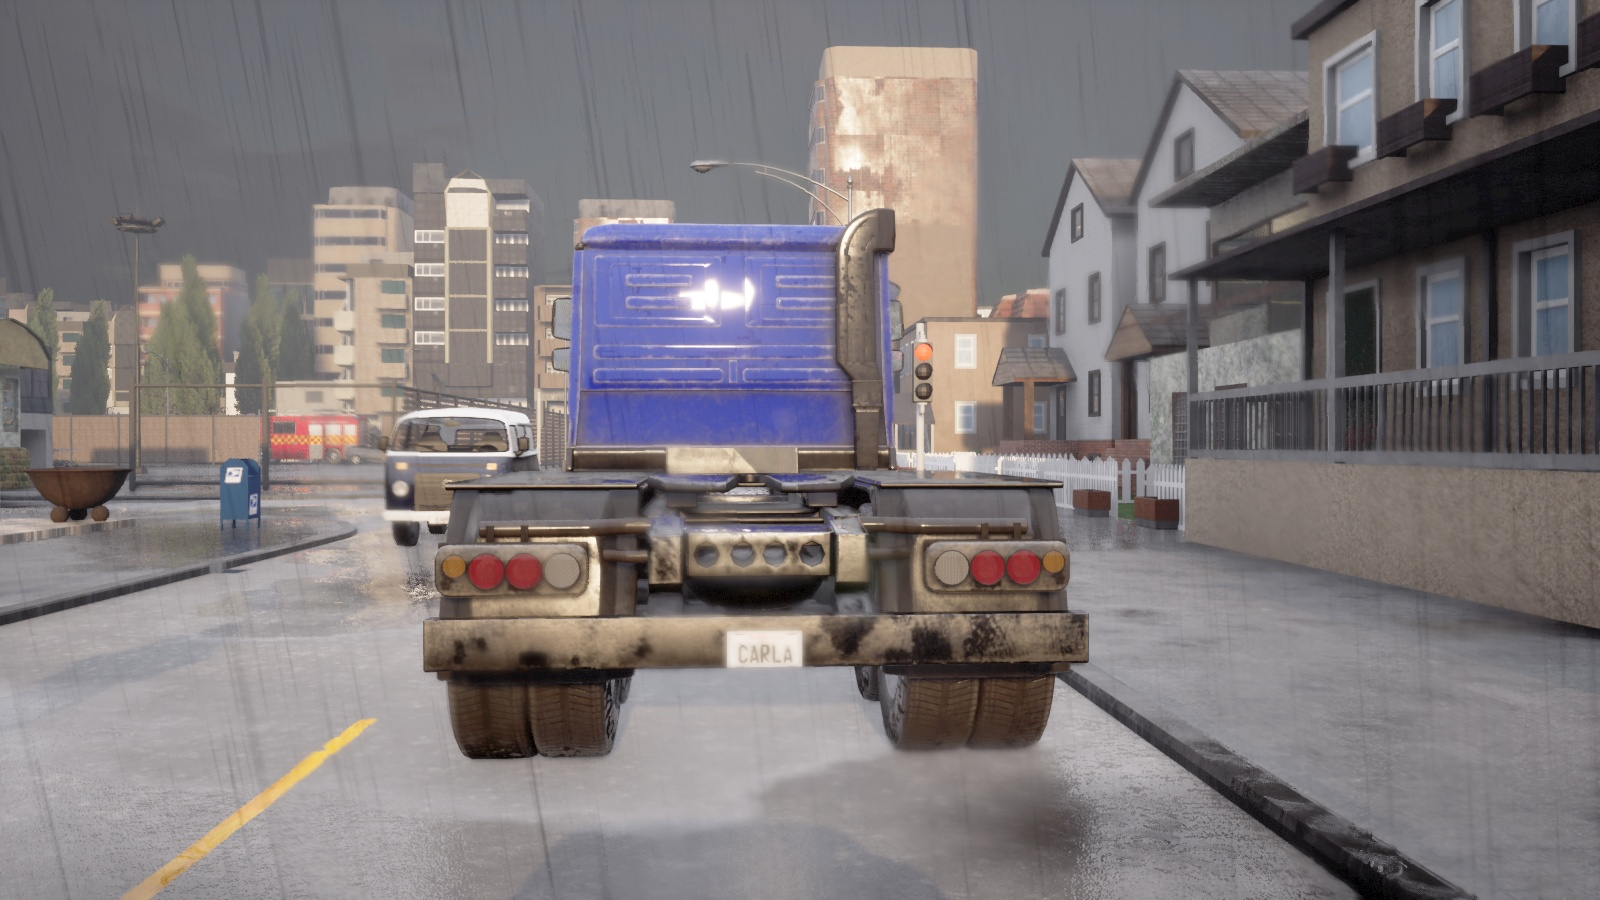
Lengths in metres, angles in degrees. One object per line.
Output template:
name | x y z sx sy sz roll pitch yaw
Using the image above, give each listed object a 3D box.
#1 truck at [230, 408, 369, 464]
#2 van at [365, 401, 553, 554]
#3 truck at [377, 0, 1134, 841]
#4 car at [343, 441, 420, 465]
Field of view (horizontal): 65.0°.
truck | -34.798 -0.940 87.533 8.468 3.827 2.891 0 0 -3
van | -5.023 0.358 19.125 2.069 2.038 4.480 0 0 -6
truck | -0.432 -0.285 8.765 2.891 3.462 7.936 0 0 -4
car | -27.921 0.197 83.916 4.514 1.525 2.007 0 0 -3
